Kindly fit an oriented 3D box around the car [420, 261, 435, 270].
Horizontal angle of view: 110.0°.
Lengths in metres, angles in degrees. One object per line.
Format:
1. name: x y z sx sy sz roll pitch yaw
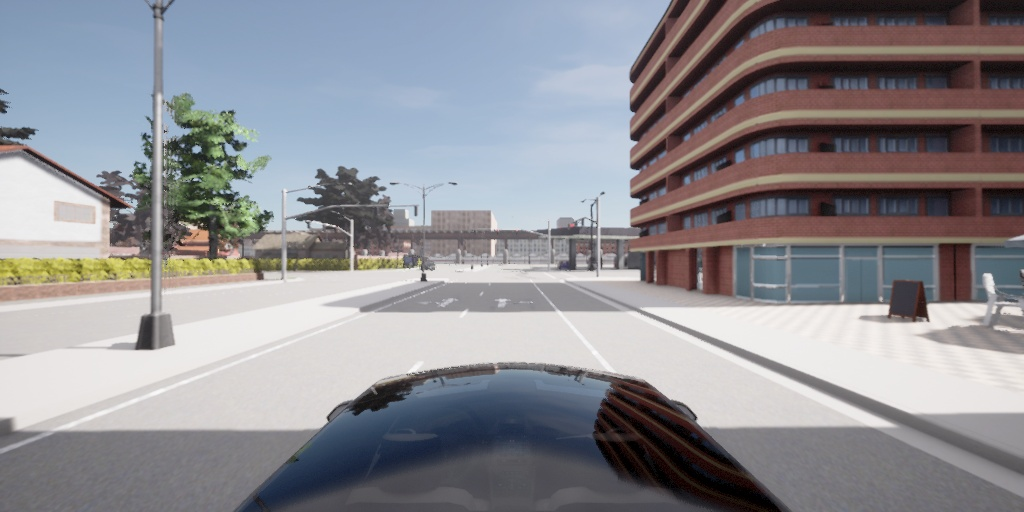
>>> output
1. car: -14.979 1.664 63.480 1.837 1.490 4.892 0 -1 0
